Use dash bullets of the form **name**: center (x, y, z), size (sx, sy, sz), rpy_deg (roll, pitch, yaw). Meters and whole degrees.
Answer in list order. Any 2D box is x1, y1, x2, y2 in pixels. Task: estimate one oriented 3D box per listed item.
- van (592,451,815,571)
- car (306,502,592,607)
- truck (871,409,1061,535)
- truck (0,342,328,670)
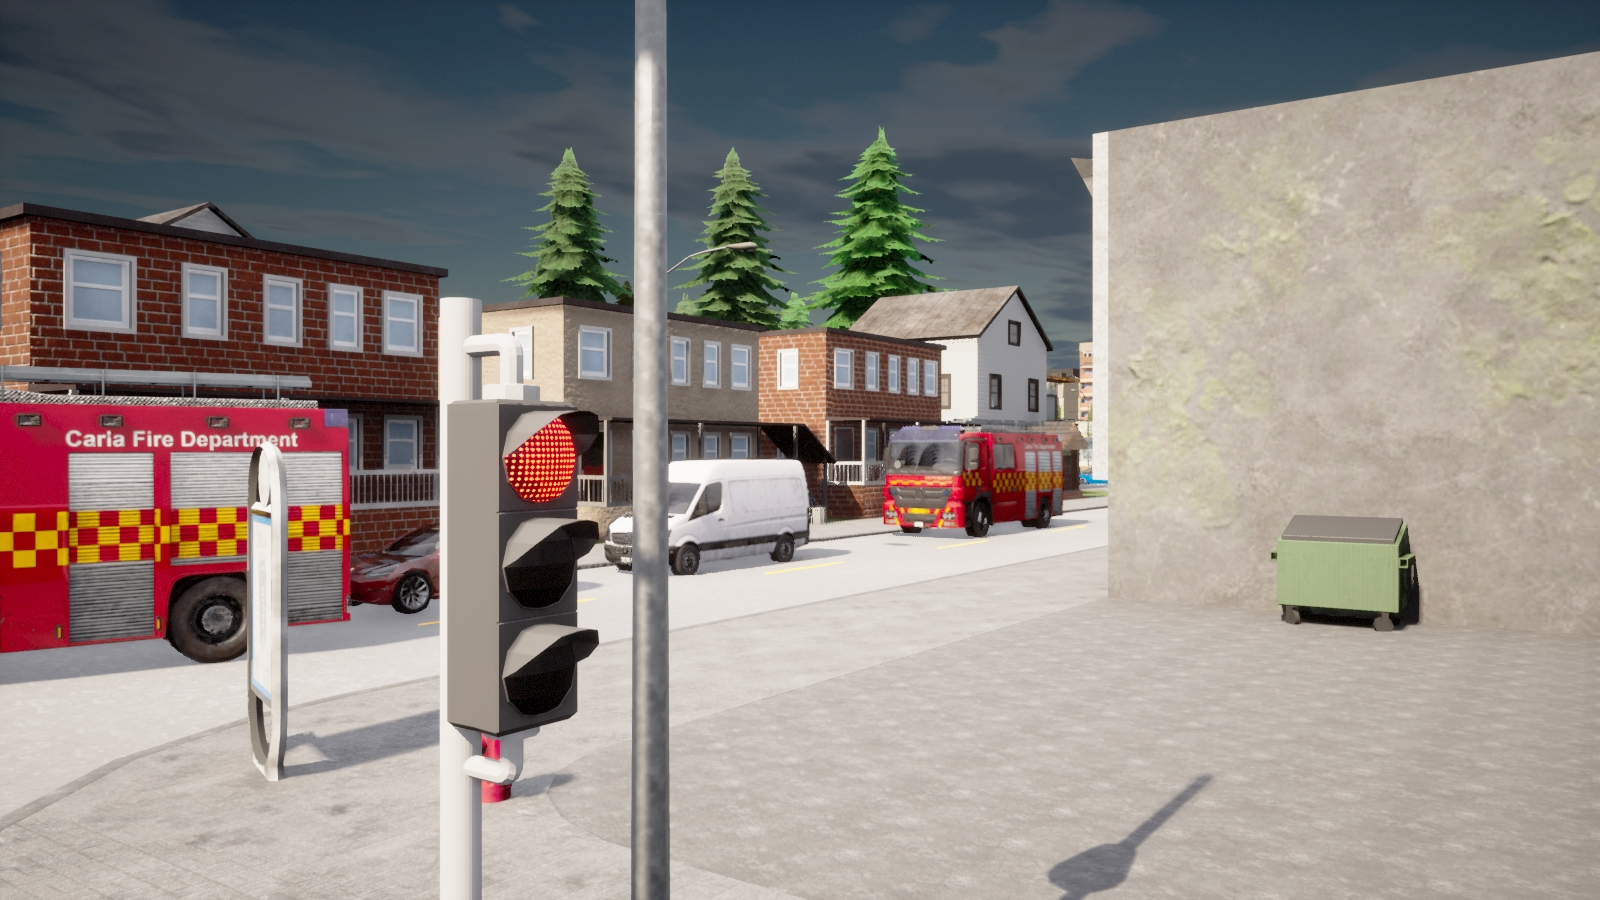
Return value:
- **van**: center (-2.140, 1.307, 27.427), size (1.988, 2.561, 5.915), rpy_deg (0, 0, 35)
- **car**: center (-6.396, 1.835, 21.358), size (2.163, 1.488, 4.792), rpy_deg (0, 0, 35)
- **truck**: center (5.870, 0.663, 38.848), size (2.891, 3.827, 8.468), rpy_deg (0, 0, 35)
- **truck**: center (-10.676, 0.661, 14.125), size (8.468, 3.827, 2.891), rpy_deg (0, 0, -38)
